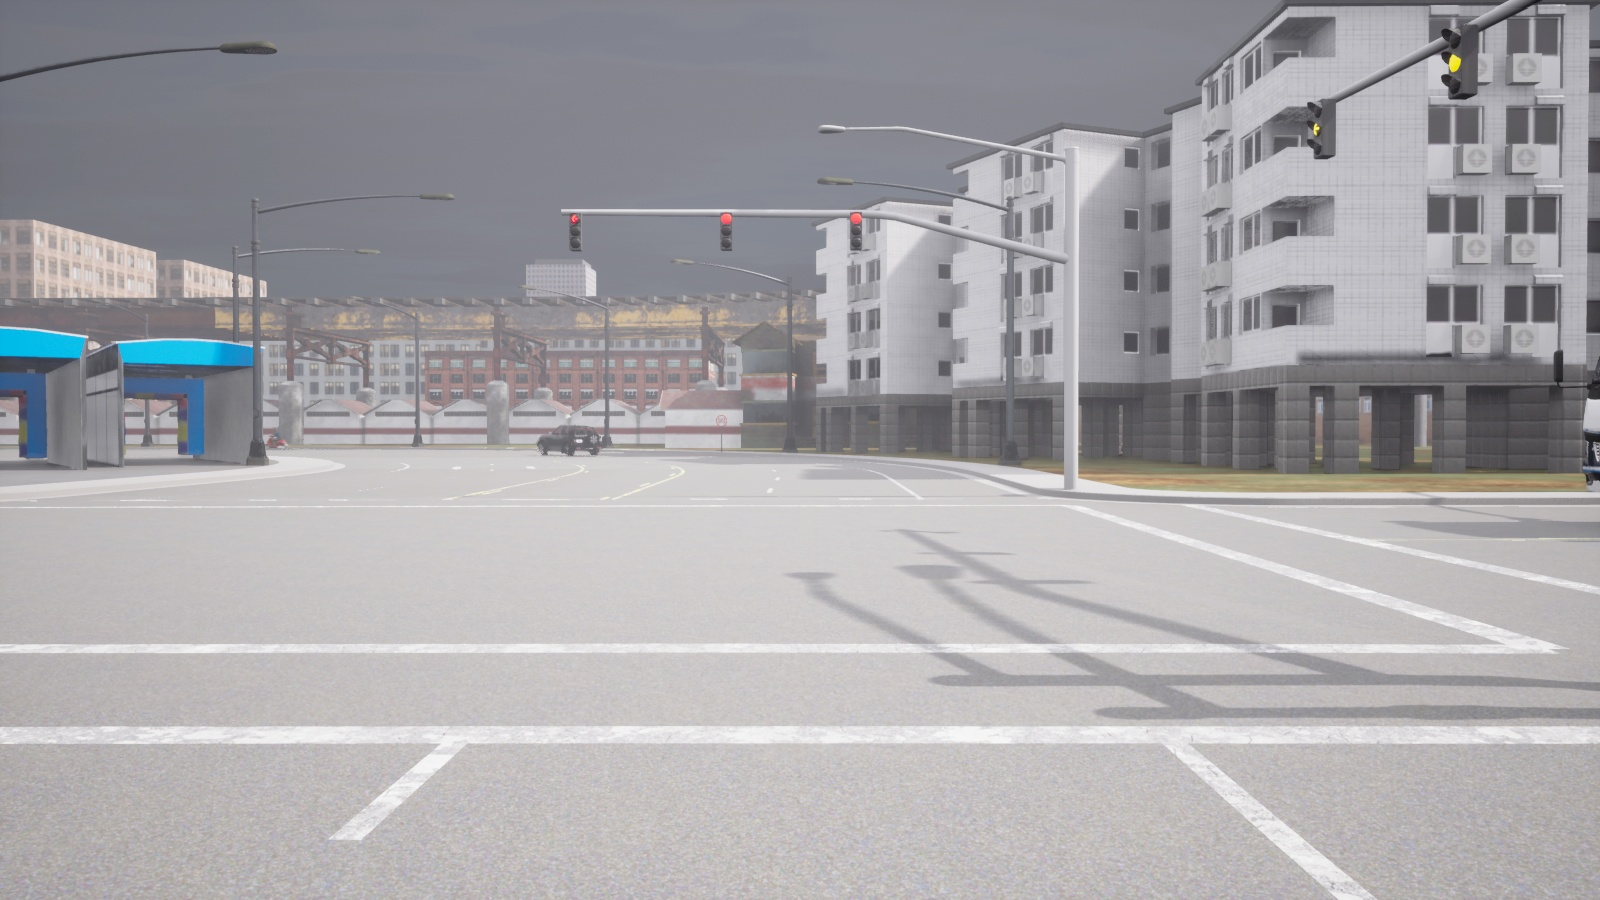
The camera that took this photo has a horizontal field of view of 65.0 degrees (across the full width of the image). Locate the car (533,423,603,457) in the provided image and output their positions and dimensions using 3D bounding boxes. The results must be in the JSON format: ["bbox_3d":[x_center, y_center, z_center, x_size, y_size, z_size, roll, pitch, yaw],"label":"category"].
[{"bbox_3d":[-13.417,-0.614,72.397,1.932,1.855,4.605,-2,3,-40],"label":"car"}]

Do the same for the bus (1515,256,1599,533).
[{"bbox_3d":[17.421,-0.860,19.572,10.273,4.253,3.944,0,1,-1],"label":"bus"}]

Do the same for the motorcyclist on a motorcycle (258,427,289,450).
[{"bbox_3d":[-38.141,-0.820,90.947,1.817,1.590,0.866,0,4,10],"label":"motorcyclist on a motorcycle"}]
